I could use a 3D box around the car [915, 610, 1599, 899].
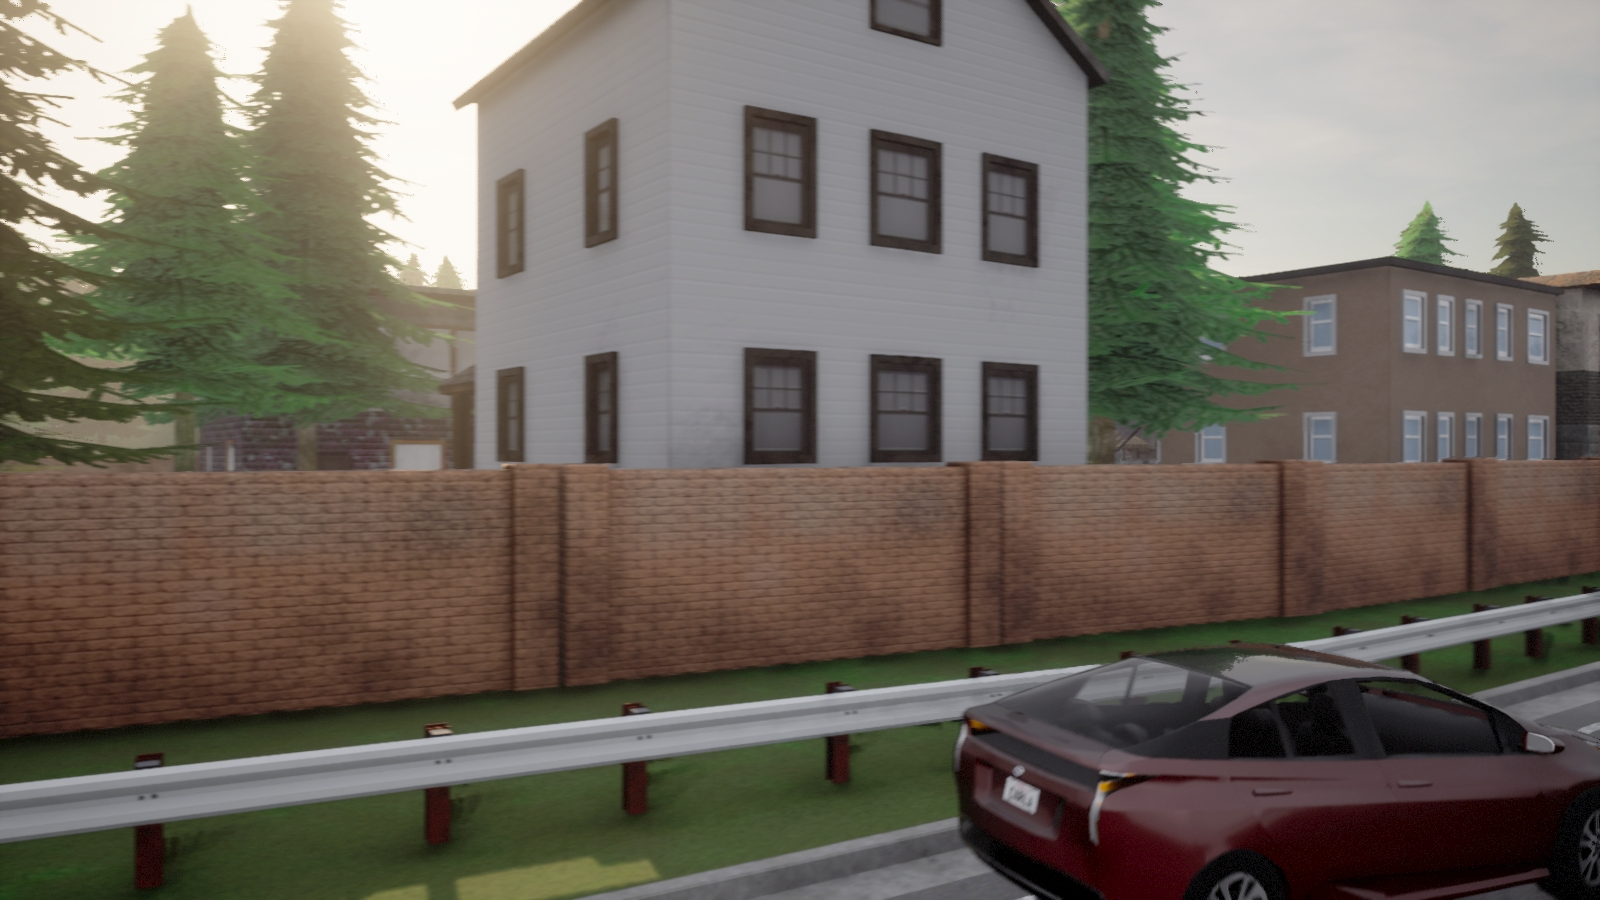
[{"bbox_3d":[3.205,2.040,7.288,4.514,1.525,2.007,0,0,-23],"label":"car"}]
